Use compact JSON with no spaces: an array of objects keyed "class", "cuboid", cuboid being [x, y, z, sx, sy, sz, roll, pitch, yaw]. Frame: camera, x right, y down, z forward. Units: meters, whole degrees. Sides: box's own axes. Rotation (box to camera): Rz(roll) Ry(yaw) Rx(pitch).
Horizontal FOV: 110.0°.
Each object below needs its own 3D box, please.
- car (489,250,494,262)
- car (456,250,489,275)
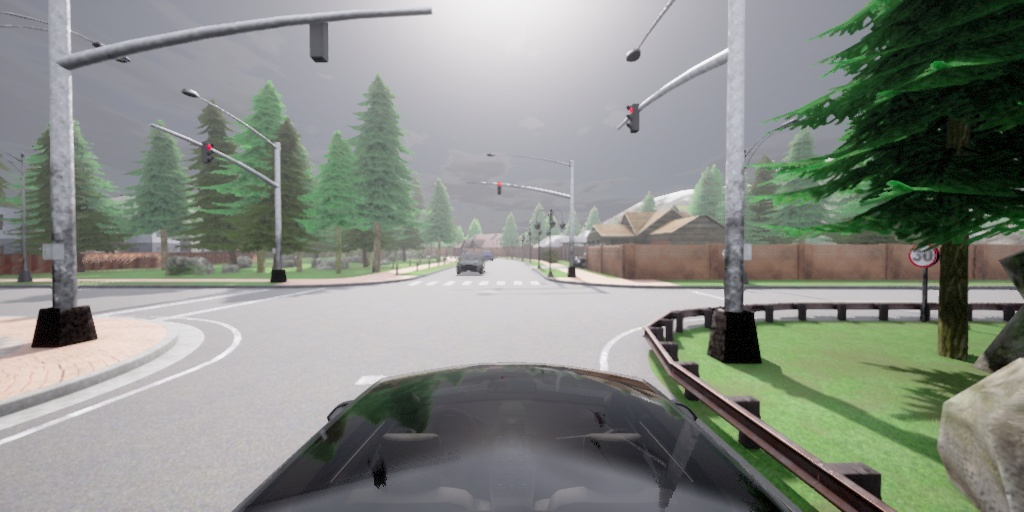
[{"class":"car","cuboid":[-4.562,-0.022,64.929,2.150,2.045,5.566,0,2,-9]},{"class":"car","cuboid":[-3.349,0.570,30.017,2.097,1.767,4.553,0,0,0]}]
